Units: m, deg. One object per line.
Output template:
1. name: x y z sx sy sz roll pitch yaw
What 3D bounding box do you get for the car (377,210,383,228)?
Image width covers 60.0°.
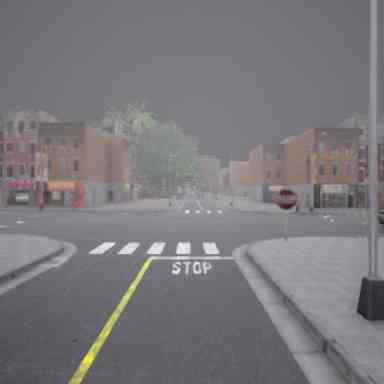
1. car: 13.380 1.560 19.576 4.902 1.511 2.128 1 0 0

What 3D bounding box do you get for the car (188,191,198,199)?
1. car: -0.069 0.790 77.876 1.837 1.490 4.892 0 0 0
